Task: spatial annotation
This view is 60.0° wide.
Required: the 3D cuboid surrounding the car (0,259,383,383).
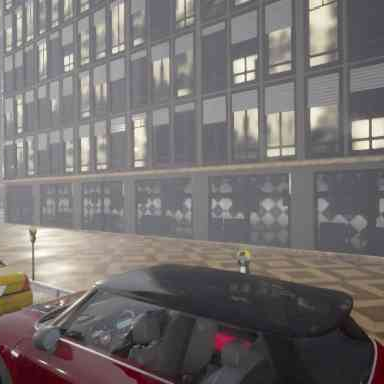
[{"bbox_3d":[-0.350,1.441,3.143,4.097,1.590,1.967,0,-1,35],"label":"car"}]
